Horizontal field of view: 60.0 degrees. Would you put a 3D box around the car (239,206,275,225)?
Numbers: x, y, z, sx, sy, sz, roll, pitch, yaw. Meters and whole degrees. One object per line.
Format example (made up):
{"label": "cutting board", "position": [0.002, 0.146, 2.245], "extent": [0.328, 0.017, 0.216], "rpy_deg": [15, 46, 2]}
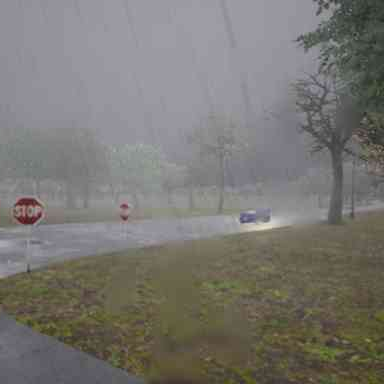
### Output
{"label": "car", "position": [6.940, 2.676, 36.080], "extent": [1.882, 1.535, 5.008], "rpy_deg": [1, -1, 36]}
